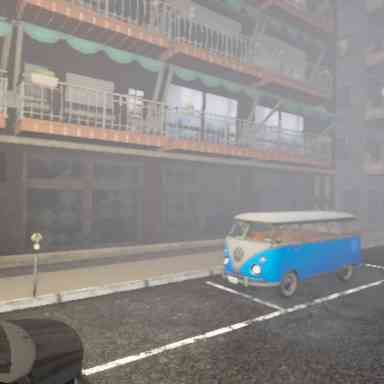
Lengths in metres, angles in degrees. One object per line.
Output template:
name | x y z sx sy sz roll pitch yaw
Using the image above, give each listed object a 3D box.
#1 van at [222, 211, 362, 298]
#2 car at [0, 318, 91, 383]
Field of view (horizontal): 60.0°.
van | 2.606 1.392 8.397 3.998 1.788 1.690 1 1 -35
car | -2.876 1.492 1.327 4.892 1.490 1.837 0 0 -35
